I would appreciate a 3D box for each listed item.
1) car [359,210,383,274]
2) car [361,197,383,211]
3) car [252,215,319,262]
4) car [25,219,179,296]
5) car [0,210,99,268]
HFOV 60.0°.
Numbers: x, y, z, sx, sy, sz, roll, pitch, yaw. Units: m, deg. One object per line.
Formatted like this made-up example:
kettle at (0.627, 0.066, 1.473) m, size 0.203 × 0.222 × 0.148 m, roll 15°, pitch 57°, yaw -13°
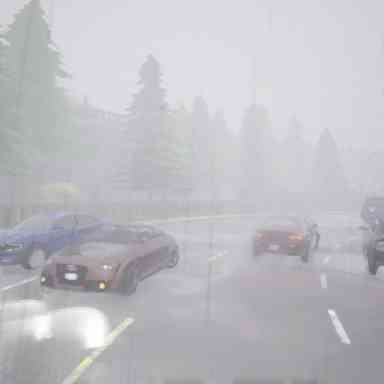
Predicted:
car at (6.399, 1.560, 10.338) m, size 2.128 × 1.511 × 4.902 m, roll 1°, pitch 0°, yaw 25°
car at (14.575, 1.381, 24.151) m, size 5.566 × 2.045 × 2.150 m, roll 1°, pitch 0°, yaw -32°
car at (3.561, 1.563, 12.351) m, size 1.812 × 1.442 × 4.674 m, roll 0°, pitch 0°, yaw 26°
car at (-1.840, 1.540, 8.663) m, size 1.994 × 1.385 × 4.181 m, roll 1°, pitch 0°, yaw 18°
car at (-4.665, 1.420, 11.181) m, size 1.882 × 1.535 × 5.008 m, roll 0°, pitch 0°, yaw 21°
